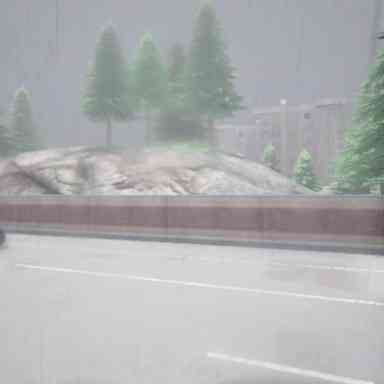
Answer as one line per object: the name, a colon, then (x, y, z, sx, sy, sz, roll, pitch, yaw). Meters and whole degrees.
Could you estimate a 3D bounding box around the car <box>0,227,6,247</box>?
car: (-10.332, 1.774, 14.671, 4.181, 1.385, 1.994, 0, -1, 22)
